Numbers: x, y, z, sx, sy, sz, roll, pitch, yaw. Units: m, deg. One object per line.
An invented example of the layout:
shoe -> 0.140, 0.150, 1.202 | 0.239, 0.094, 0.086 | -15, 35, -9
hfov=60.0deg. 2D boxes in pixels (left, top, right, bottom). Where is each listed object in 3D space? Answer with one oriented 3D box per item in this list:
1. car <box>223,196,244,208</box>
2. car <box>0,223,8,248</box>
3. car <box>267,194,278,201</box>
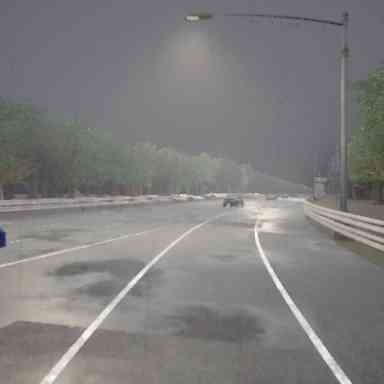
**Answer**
car -> 5.284, 1.249, 42.189 | 1.837, 1.490, 4.892 | 0, 0, 21
car -> -7.791, 1.123, 8.709 | 2.150, 2.045, 5.566 | 0, 0, 21
car -> 18.137, 1.212, 74.904 | 1.994, 1.385, 4.181 | 0, 0, 22
